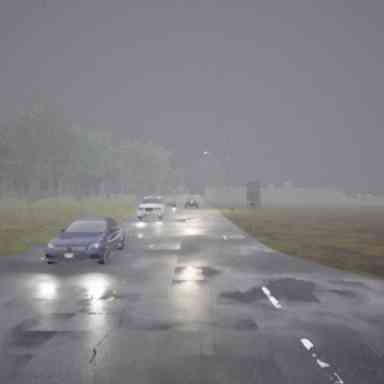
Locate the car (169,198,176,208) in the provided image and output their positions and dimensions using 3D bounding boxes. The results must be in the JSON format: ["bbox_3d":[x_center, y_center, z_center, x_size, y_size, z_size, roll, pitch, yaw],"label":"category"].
[{"bbox_3d":[-3.579,1.689,54.185,1.882,1.535,5.008,0,0,0],"label":"car"}]

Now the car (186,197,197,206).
[{"bbox_3d":[-0.077,1.707,61.159,1.837,1.490,4.892,0,0,0],"label":"car"}]

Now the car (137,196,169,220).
[{"bbox_3d":[-3.638,1.434,30.716,2.150,2.045,5.566,0,0,0],"label":"car"}]

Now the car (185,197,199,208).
[{"bbox_3d":[-0.064,1.566,51.114,2.097,1.767,4.553,0,0,0],"label":"car"}]

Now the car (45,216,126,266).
[{"bbox_3d":[-3.628,1.637,12.159,1.812,1.442,4.674,0,0,0],"label":"car"}]
